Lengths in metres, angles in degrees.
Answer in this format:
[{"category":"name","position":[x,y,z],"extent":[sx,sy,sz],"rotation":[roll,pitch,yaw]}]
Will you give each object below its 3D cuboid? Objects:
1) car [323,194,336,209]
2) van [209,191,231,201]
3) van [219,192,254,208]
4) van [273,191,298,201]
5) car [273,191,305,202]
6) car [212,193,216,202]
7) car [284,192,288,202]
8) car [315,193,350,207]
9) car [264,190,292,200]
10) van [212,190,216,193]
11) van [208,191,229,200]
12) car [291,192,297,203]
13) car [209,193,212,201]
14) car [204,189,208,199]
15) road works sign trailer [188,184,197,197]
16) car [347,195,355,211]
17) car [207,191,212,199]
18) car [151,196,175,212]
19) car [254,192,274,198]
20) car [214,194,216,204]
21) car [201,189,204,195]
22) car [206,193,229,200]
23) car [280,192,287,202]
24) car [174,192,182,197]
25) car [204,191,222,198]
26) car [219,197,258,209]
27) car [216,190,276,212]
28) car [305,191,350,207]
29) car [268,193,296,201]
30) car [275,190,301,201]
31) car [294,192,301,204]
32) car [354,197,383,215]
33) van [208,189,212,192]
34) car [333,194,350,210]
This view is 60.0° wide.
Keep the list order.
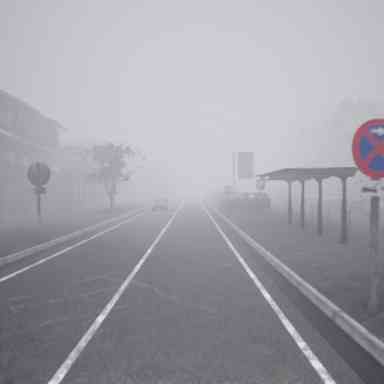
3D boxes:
[{"category":"car","position":[18.820,1.306,39.560],"extent":[5.008,1.535,2.097],"rotation":[0,0,0]},{"category":"van","position":[5.814,0.762,69.542],"extent":[4.442,1.987,1.878],"rotation":[0,1,0]},{"category":"van","position":[5.846,1.046,44.306],"extent":[4.442,1.987,1.878],"rotation":[0,0,0]},{"category":"van","position":[18.897,0.795,67.319],"extent":[4.442,1.987,1.878],"rotation":[0,1,0]},{"category":"car","position":[18.812,0.812,64.543],"extent":[5.566,2.045,2.435],"rotation":[0,1,0]},{"category":"car","position":[5.720,1.251,47.111],"extent":[5.008,1.535,2.097],"rotation":[0,0,0]},{"category":"car","position":[18.764,1.200,56.212],"extent":[4.792,1.488,2.163],"rotation":[0,1,0]},{"category":"car","position":[18.816,1.286,42.335],"extent":[5.008,1.535,2.097],"rotation":[0,0,0]},{"category":"car","position":[18.802,0.685,72.869],"extent":[5.566,2.045,2.435],"rotation":[0,1,0]},{"category":"van","position":[5.605,1.003,49.916],"extent":[4.442,1.987,1.878],"rotation":[0,0,0]},{"category":"van","position":[5.810,0.719,72.345],"extent":[4.442,1.987,1.878],"rotation":[0,1,0]},{"category":"car","position":[18.982,1.193,53.441],"extent":[5.366,1.575,1.946],"rotation":[0,1,0]},{"category":"car","position":[5.744,1.207,55.523],"extent":[4.792,1.488,2.163],"rotation":[0,1,0]},{"category":"car","position":[5.673,0.779,66.737],"extent":[5.566,2.045,2.435],"rotation":[0,1,0]},{"category":"road works sign trailer","position":[0.031,-0.356,89.239],"extent":[2.380,3.560,2.880],"rotation":[1,1,1]},{"category":"car","position":[18.851,1.377,34.009],"extent":[4.792,1.488,2.163],"rotation":[0,0,0]},{"category":"car","position":[5.714,1.110,61.133],"extent":[4.892,1.521,2.231],"rotation":[0,1,0]},{"category":"car","position":[-3.343,1.390,36.553],"extent":[2.033,1.411,5.357],"rotation":[0,0,0]},{"category":"car","position":[18.761,0.726,86.751],"extent":[4.892,1.521,2.231],"rotation":[0,1,0]},{"category":"car","position":[5.551,1.310,38.701],"extent":[5.366,1.575,1.946],"rotation":[0,0,0]},{"category":"car","position":[5.651,0.522,83.556],"extent":[5.566,2.045,2.435],"rotation":[0,1,0]},{"category":"car","position":[5.684,0.903,75.151],"extent":[4.892,1.521,2.231],"rotation":[0,1,0]},{"category":"car","position":[18.819,1.166,58.996],"extent":[4.792,1.488,2.163],"rotation":[0,1,0]},{"category":"car","position":[-3.242,0.713,77.571],"extent":[1.837,1.490,4.892],"rotation":[0,1,0]},{"category":"car","position":[5.641,0.563,89.164],"extent":[4.553,1.767,2.185],"rotation":[0,1,0]},{"category":"car","position":[5.735,1.333,41.505],"extent":[4.674,1.452,2.002],"rotation":[0,0,0]},{"category":"car","position":[5.711,1.083,35.896],"extent":[5.566,2.045,2.435],"rotation":[0,0,0]},{"category":"car","position":[18.779,1.014,45.109],"extent":[5.566,2.045,2.435],"rotation":[0,0,0]},{"category":"car","position":[18.962,0.976,70.097],"extent":[5.366,1.575,1.946],"rotation":[0,1,0]},{"category":"car","position":[18.758,0.849,61.766],"extent":[5.566,2.045,2.435],"rotation":[0,1,0]},{"category":"car","position":[18.795,1.222,50.663],"extent":[5.008,1.535,2.097],"rotation":[0,1,0]},{"category":"car","position":[18.639,1.365,31.233],"extent":[5.366,1.575,1.946],"rotation":[0,0,0]},{"category":"van","position":[5.821,0.847,63.938],"extent":[4.442,1.987,1.878],"rotation":[0,1,0]},{"category":"car","position":[18.824,1.328,36.784],"extent":[4.892,1.521,2.231],"rotation":[0,0,0]}]
